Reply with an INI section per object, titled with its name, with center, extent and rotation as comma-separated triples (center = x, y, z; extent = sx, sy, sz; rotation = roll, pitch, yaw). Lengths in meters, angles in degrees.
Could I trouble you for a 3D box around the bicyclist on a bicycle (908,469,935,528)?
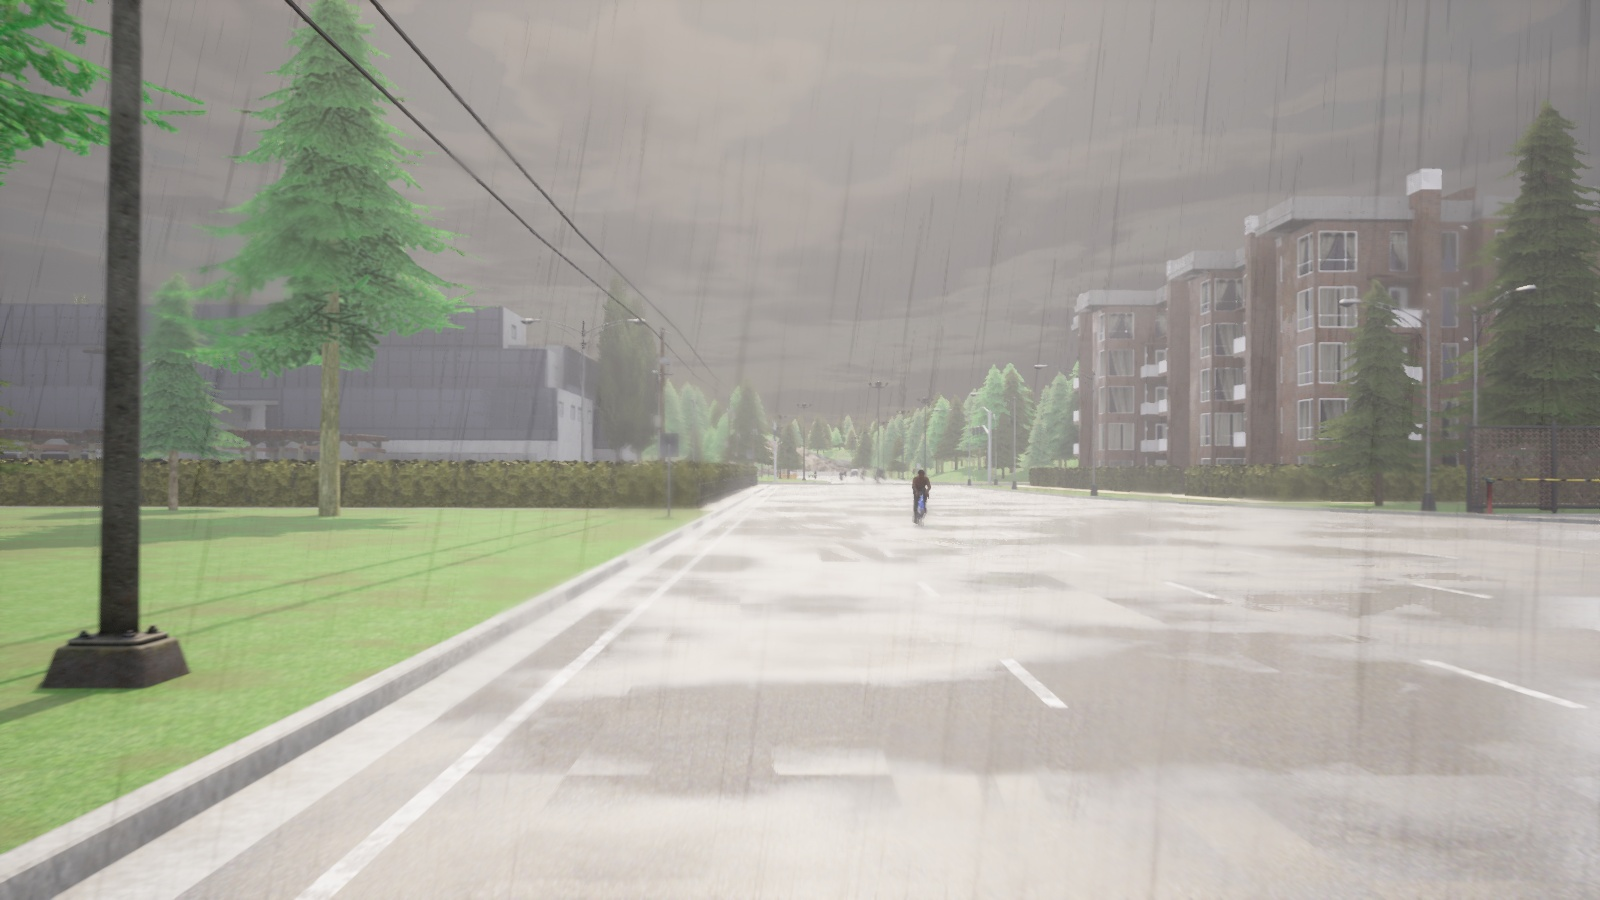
[bicyclist on a bicycle]
center = 3.415, 1.346, 35.345
extent = 0.582, 1.620, 1.656
rotation = 0, -1, 0
